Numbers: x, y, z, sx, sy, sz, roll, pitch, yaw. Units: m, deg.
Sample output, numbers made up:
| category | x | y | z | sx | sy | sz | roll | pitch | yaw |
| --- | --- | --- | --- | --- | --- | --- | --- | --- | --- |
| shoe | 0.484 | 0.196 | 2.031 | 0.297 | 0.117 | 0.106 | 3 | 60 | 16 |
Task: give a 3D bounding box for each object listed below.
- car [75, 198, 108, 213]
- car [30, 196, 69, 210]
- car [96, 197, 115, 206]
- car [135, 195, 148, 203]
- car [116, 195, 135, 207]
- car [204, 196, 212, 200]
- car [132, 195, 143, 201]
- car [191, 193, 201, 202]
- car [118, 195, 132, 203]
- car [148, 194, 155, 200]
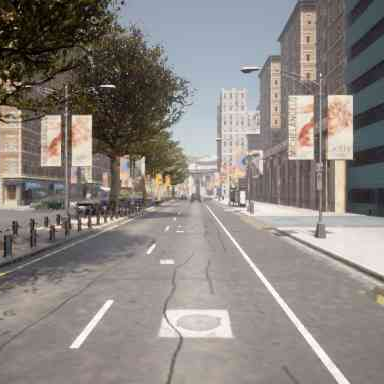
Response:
| category | x | y | z | sx | sy | sz | roll | pitch | yaw |
| --- | --- | --- | --- | --- | --- | --- | --- | --- | --- |
| car | -11.181 | 1.491 | 36.253 | 2.128 | 1.511 | 4.902 | 0 | 0 | 1 |
| car | -17.949 | 1.352 | 42.022 | 2.097 | 1.767 | 4.553 | 0 | 0 | 36 |
| car | -14.435 | 1.601 | 55.576 | 1.895 | 1.301 | 4.718 | 0 | 0 | 1 |
| car | -10.706 | 1.597 | 67.875 | 1.895 | 1.301 | 4.718 | 0 | 0 | 1 |
| car | -10.977 | 1.352 | 52.618 | 2.097 | 1.767 | 4.553 | 0 | 0 | 1 |
| car | 4.309 | 1.594 | 89.992 | 1.895 | 1.301 | 4.718 | 0 | 0 | 1 |
| car | -13.993 | 1.508 | 85.647 | 2.128 | 1.511 | 4.902 | 0 | 0 | 1 |
| car | 0.923 | 1.225 | 78.484 | 2.150 | 2.045 | 5.566 | 0 | 0 | 1 |
| car | -14.176 | 1.500 | 70.300 | 1.837 | 1.490 | 4.892 | 0 | 0 | 1 |
| car | -10.524 | 1.351 | 83.003 | 2.097 | 1.767 | 4.553 | 0 | 0 | 1 |
